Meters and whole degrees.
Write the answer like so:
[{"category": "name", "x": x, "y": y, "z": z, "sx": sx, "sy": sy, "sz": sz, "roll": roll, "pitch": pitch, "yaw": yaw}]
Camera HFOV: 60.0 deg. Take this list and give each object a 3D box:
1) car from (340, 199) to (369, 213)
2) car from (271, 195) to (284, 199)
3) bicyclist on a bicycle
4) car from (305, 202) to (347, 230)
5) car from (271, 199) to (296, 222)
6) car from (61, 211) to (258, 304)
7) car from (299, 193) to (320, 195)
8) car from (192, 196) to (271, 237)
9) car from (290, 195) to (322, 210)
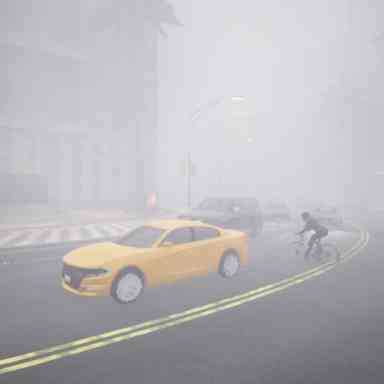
[{"category": "car", "x": 17.708, "y": 1.491, "z": 37.171, "sx": 2.128, "sy": 1.511, "sz": 4.902, "roll": 0, "pitch": 0, "yaw": -3}, {"category": "car", "x": 11.901, "y": 1.352, "z": 48.684, "sx": 2.097, "sy": 1.767, "sz": 4.553, "roll": 0, "pitch": 0, "yaw": -17}, {"category": "bicyclist on a bicycle", "x": 3.714, "y": 1.455, "z": 10.354, "sx": 1.656, "sy": 1.620, "sz": 0.582, "roll": -3, "pitch": -2, "yaw": 43}, {"category": "car", "x": 8.520, "y": 1.565, "z": 21.215, "sx": 1.994, "sy": 1.385, "sz": 4.181, "roll": 0, "pitch": 0, "yaw": 22}, {"category": "car", "x": 6.882, "y": 1.547, "z": 26.895, "sx": 2.033, "sy": 1.411, "sz": 5.357, "roll": 0, "pitch": 0, "yaw": 12}, {"category": "car", "x": -0.679, "y": 1.478, "z": 8.430, "sx": 5.008, "sy": 1.535, "sz": 1.882, "roll": 0, "pitch": 0, "yaw": -42}, {"category": "car", "x": 16.112, "y": 1.221, "z": 47.262, "sx": 2.150, "sy": 2.045, "sz": 5.566, "roll": 0, "pitch": 0, "yaw": -15}, {"category": "car", "x": 1.478, "y": 1.223, "z": 15.573, "sx": 2.150, "sy": 2.045, "sz": 5.566, "roll": 0, "pitch": 0, "yaw": 35}, {"category": "car", "x": 13.967, "y": 1.478, "z": 39.726, "sx": 1.882, "sy": 1.535, "sz": 5.008, "roll": 0, "pitch": 0, "yaw": -6}]
